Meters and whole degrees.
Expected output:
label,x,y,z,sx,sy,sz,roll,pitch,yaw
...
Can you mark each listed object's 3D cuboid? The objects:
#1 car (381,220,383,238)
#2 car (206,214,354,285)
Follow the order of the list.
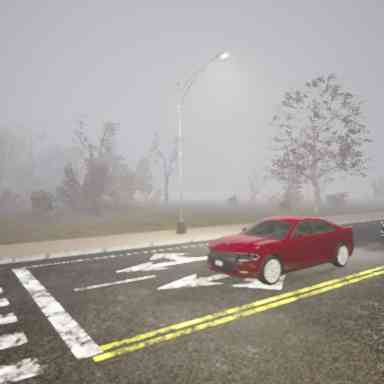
label,x,y,z,sx,sy,sz,roll,pitch,yaw
car,10.406,1.368,15.029,4.902,1.511,2.128,-1,0,-35
car,2.674,1.435,9.551,5.008,1.535,1.882,-1,0,-36
